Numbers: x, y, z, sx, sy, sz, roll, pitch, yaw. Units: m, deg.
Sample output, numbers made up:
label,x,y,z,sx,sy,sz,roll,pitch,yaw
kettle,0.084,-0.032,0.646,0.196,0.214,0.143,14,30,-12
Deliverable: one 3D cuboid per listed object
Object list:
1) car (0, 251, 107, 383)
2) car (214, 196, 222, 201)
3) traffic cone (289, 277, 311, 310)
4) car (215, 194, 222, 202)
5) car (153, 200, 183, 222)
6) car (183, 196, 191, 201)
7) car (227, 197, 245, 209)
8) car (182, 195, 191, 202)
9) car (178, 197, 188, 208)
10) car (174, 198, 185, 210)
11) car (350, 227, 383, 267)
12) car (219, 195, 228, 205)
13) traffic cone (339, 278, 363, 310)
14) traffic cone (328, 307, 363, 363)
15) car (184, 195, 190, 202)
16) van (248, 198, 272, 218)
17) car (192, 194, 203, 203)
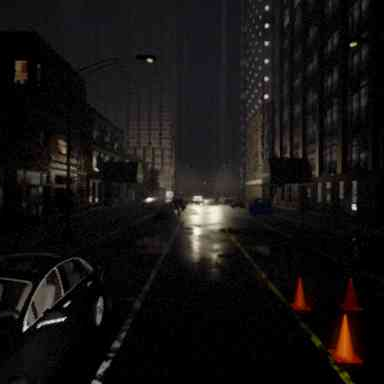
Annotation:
label,x,y,z,sx,sy,sz,roll,pitch,yaw
car,-2.305,1.536,4.110,2.008,1.369,4.403,0,0,1
car,7.164,1.787,92.389,1.887,1.381,4.507,0,0,1
traffic cone,2.141,1.983,6.599,0.340,0.580,0.340,1,0,1
car,6.962,1.728,75.987,1.752,1.417,4.829,0,0,1
car,-2.033,1.572,26.204,2.008,1.369,4.403,0,0,1
car,-1.283,1.736,86.965,1.802,1.307,4.206,0,0,1
car,6.621,1.667,48.368,1.752,1.417,4.829,0,0,1
car,-1.351,1.581,81.442,1.967,1.590,4.097,0,0,1
car,-1.828,1.621,42.775,1.947,1.339,4.313,0,0,1
car,-1.965,1.577,31.728,1.887,1.381,4.507,0,0,1
car,6.143,1.619,9.532,2.008,1.369,4.403,0,0,1
car,6.824,1.728,64.771,2.008,1.369,4.403,0,0,1
traffic cone,3.141,1.993,6.587,0.340,0.580,0.340,1,0,1
traffic cone,2.116,1.981,4.599,0.340,0.580,0.340,0,0,1
car,-1.759,1.507,48.299,1.967,1.590,4.097,0,0,1
van,6.415,1.448,31.628,1.690,1.788,3.998,0,0,1
car,1.248,1.362,73.558,2.150,2.045,5.566,1,0,1
